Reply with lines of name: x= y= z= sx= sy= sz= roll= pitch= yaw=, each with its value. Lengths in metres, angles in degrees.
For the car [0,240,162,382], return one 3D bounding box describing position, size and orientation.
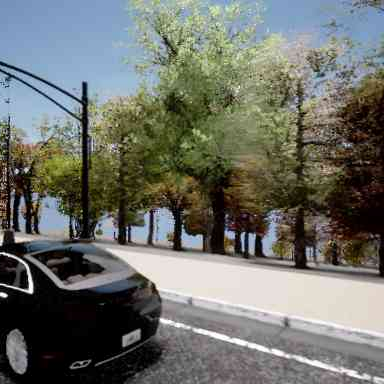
car: x=-2.694 y=1.576 z=5.585 sx=4.892 sy=1.490 sz=1.837 roll=0 pitch=0 yaw=37
